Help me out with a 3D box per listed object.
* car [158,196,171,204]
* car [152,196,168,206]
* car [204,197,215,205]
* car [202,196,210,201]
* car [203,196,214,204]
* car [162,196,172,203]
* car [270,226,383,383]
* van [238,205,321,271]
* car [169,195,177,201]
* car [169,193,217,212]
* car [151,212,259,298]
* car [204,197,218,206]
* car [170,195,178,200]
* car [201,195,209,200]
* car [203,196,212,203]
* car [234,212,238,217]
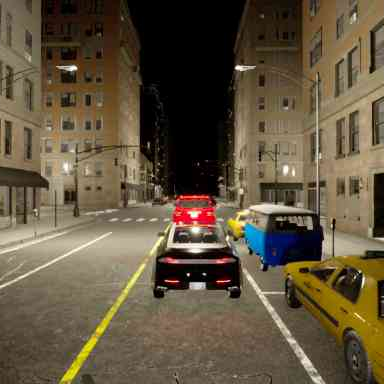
[{"bbox_3d":[-5.333,1.555,65.052,2.008,1.369,4.403,1,0,1],"label":"car"},{"bbox_3d":[-5.485,1.587,53.995,1.802,1.307,4.206,1,0,1],"label":"car"},{"bbox_3d":[3.116,1.548,59.412,1.887,1.381,4.507,1,0,1],"label":"car"},{"bbox_3d":[3.419,1.566,81.533,1.947,1.339,4.313,1,0,1],"label":"car"},{"bbox_3d":[3.192,1.554,64.942,2.008,1.369,4.403,1,0,1],"label":"car"},{"bbox_3d":[-5.257,1.548,70.581,1.887,1.381,4.507,1,0,1],"label":"car"},{"bbox_3d":[2.680,1.526,5.041,1.752,1.417,4.829,1,0,0],"label":"car"},{"bbox_3d":[2.687,1.343,10.545,1.690,1.788,3.998,1,0,0],"label":"van"},{"bbox_3d":[-5.032,1.525,86.997,1.752,1.417,4.829,1,0,1],"label":"car"},{"bbox_3d":[0.117,1.225,18.660,2.150,2.045,5.566,0,0,0],"label":"car"},{"bbox_3d":[0.106,1.493,8.474,2.128,1.511,4.902,0,0,0],"label":"car"},{"bbox_3d":[3.040,1.570,53.882,1.947,1.339,4.313,1,0,1],"label":"car"},{"bbox_3d":[-4.954,1.564,92.696,1.947,1.339,4.313,1,0,1],"label":"car"},{"bbox_3d":[3.571,1.548,92.593,2.008,1.369,4.403,1,0,1],"label":"car"},{"bbox_3d":[3.268,1.547,70.472,1.887,1.381,4.507,1,0,1],"label":"car"},{"bbox_3d":[2.691,1.528,16.388,1.752,1.417,4.829,1,0,0],"label":"car"}]
